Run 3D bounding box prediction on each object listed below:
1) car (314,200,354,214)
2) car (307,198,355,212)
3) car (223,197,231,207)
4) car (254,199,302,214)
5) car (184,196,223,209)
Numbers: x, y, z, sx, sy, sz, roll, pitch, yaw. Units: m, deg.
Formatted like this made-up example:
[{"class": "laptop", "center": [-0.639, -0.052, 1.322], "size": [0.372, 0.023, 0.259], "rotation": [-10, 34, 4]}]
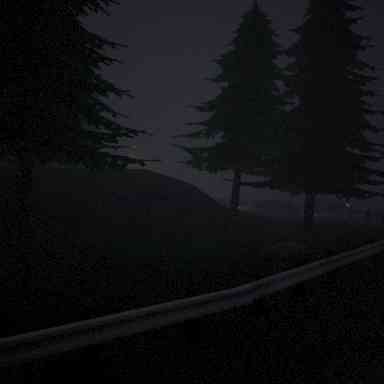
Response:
[{"class": "car", "center": [14.693, 1.356, 35.427], "size": [4.553, 1.767, 2.097], "rotation": [0, 0, 34]}, {"class": "car", "center": [16.090, 1.508, 38.704], "size": [4.892, 1.490, 1.837], "rotation": [0, 0, 34]}, {"class": "car", "center": [4.509, 1.510, 50.723], "size": [5.357, 1.411, 2.033], "rotation": [0, 0, 34]}, {"class": "car", "center": [9.014, 1.507, 35.028], "size": [4.892, 1.490, 1.837], "rotation": [0, 0, 34]}, {"class": "car", "center": [1.666, 1.559, 48.423], "size": [4.718, 1.301, 1.895], "rotation": [0, 0, 34]}]
